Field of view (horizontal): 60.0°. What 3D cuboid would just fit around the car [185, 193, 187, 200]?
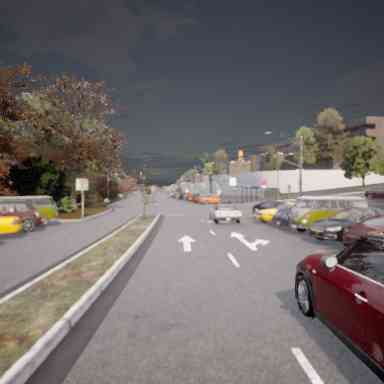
[{"bbox_3d":[1.860,1.549,79.750,5.366,1.575,1.946,0,0,-28],"label":"car"}]

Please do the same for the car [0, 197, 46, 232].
[{"bbox_3d":[-10.905,1.362,18.714,4.553,1.767,2.185,-1,0,-22],"label":"car"}]

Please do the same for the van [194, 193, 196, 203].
[{"bbox_3d":[3.295,1.358,67.693,4.442,1.987,1.878,0,0,-28],"label":"van"}]

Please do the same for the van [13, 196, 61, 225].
[{"bbox_3d":[-10.964,1.258,21.708,4.442,1.987,1.878,-1,0,-22],"label":"van"}]

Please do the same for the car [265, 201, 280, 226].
[{"bbox_3d":[7.323,1.322,21.049,4.553,1.767,2.185,1,0,-23],"label":"car"}]

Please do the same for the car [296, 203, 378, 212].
[{"bbox_3d":[7.525,1.457,15.001,4.892,1.521,2.231,1,0,-22],"label":"car"}]

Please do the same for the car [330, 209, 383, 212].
[{"bbox_3d":[7.598,1.500,11.984,4.674,1.452,2.002,1,0,-22],"label":"car"}]

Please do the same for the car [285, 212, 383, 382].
[{"bbox_3d":[3.037,1.344,4.576,2.097,1.767,4.553,0,0,0],"label":"car"}]

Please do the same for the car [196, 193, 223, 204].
[{"bbox_3d":[3.759,1.468,64.752,4.553,1.767,2.185,0,0,-28],"label":"car"}]

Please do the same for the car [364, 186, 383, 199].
[{"bbox_3d":[22.362,0.157,38.533,2.002,1.452,4.674,-7,4,-28],"label":"car"}]

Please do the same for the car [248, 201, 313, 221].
[{"bbox_3d":[7.177,1.474,27.037,4.792,1.488,2.163,1,0,-23],"label":"car"}]

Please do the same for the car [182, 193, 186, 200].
[{"bbox_3d":[1.286,1.292,82.646,5.566,2.045,2.435,0,0,-28],"label":"car"}]

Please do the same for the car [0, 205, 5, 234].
[{"bbox_3d":[-10.554,1.487,12.857,5.366,1.575,1.946,-1,0,-21],"label":"car"}]

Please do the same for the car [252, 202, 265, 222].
[{"bbox_3d":[6.981,1.437,23.983,5.366,1.575,1.946,1,0,-23],"label":"car"}]

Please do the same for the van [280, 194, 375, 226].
[{"bbox_3d":[7.311,1.224,17.973,4.442,1.987,1.878,1,0,-22],"label":"van"}]

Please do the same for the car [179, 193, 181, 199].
[{"bbox_3d":[-0.527,1.396,94.493,4.553,1.767,2.185,1,0,-28],"label":"car"}]

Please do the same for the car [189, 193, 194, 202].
[{"bbox_3d":[2.962,1.324,70.713,5.566,2.045,2.435,1,0,-28],"label":"car"}]

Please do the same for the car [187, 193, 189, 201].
[{"bbox_3d":[2.586,1.316,73.727,5.566,2.045,2.435,0,0,-28],"label":"car"}]

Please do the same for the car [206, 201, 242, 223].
[{"bbox_3d":[2.395,1.568,25.052,1.895,1.301,4.718,0,0,-3],"label":"car"}]

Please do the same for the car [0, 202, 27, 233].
[{"bbox_3d":[-10.993,1.490,15.675,5.366,1.575,1.946,-1,0,-22],"label":"car"}]
